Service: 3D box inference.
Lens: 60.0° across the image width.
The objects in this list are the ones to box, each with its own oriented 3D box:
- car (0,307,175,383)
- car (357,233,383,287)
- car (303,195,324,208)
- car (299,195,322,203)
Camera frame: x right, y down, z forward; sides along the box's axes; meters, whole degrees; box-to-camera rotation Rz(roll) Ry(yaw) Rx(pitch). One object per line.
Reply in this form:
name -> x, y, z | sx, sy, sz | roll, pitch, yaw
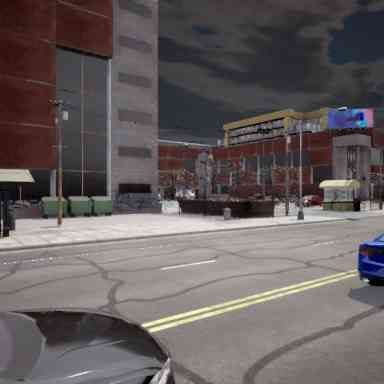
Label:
car -> -2.363, 1.491, 2.061 | 4.902, 1.511, 2.128 | 0, 0, -36
car -> 6.057, 1.478, 8.134 | 5.008, 1.535, 1.882 | 0, 0, -35
car -> 16.677, 1.254, 47.155 | 4.553, 1.767, 2.185 | 0, 0, -36
car -> 23.565, 1.420, 66.224 | 4.674, 1.452, 2.002 | 0, 0, -36
